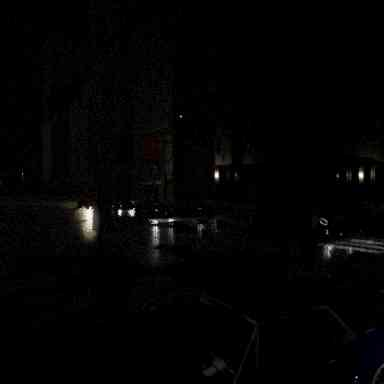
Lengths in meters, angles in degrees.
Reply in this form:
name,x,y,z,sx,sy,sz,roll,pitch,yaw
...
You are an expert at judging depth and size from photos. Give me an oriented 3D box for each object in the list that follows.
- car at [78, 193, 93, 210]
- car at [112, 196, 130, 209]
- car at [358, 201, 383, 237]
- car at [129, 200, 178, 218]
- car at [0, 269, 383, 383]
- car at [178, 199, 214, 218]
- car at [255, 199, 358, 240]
name,x,y,z,sx,sy,sz,roll,pitch,yaw
car,-13.110,1.166,43.096,2.150,2.045,5.566,0,0,-35
car,-9.259,1.277,43.252,2.097,1.767,4.553,0,0,-35
car,8.982,1.285,17.861,2.097,1.767,4.553,0,0,-40
car,-3.487,1.468,29.332,1.812,1.442,4.674,0,0,-35
car,0.249,1.594,3.251,4.718,1.301,1.895,0,0,-33
car,-0.035,1.403,30.065,1.882,1.535,5.008,0,0,-35
car,5.388,1.303,16.677,2.097,1.767,4.553,0,0,-35
